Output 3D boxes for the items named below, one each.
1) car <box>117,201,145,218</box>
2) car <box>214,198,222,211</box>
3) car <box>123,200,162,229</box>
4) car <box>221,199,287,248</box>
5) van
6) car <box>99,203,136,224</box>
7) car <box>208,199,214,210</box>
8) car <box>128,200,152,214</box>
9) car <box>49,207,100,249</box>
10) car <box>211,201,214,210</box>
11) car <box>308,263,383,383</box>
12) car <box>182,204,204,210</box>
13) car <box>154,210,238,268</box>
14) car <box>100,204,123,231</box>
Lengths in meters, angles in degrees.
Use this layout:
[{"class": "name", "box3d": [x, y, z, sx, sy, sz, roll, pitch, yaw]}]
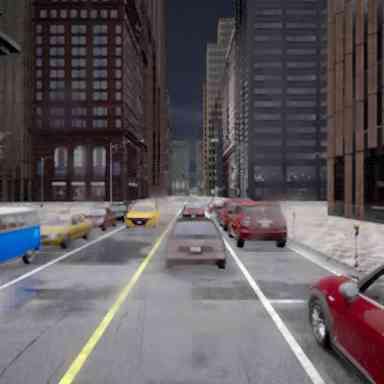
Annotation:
[{"class": "car", "box3d": [-5.750, 1.624, 31.811, 1.947, 1.339, 4.313, 0, 0, 0]}, {"class": "car", "box3d": [2.768, 1.349, 20.537, 2.192, 1.841, 5.009, 0, 0, 0]}, {"class": "car", "box3d": [-3.087, 1.515, 21.996, 1.882, 1.535, 5.008, 0, 0, 0]}, {"class": "car", "box3d": [2.766, 1.339, 14.901, 2.192, 1.841, 5.009, 0, 0, 0]}, {"class": "van", "box3d": [-5.762, 1.356, 9.266, 1.690, 1.788, 3.998, 0, 0, 0]}, {"class": "car", "box3d": [-5.753, 1.612, 26.175, 1.947, 1.339, 4.313, 0, 0, 0]}, {"class": "car", "box3d": [2.777, 1.509, 37.446, 1.967, 1.590, 4.097, 0, 0, 0]}, {"class": "car", "box3d": [-5.747, 1.621, 37.448, 2.008, 1.369, 4.403, 0, 0, 0]}, {"class": "car", "box3d": [-5.758, 1.549, 14.732, 1.752, 1.417, 4.829, 0, 0, 0]}, {"class": "car", "box3d": [2.772, 1.611, 26.173, 1.947, 1.339, 4.313, 0, 0, 0]}, {"class": "car", "box3d": [2.761, 1.445, 3.629, 1.967, 1.590, 4.097, 0, 0, 0]}, {"class": "car", "box3d": [0.111, 1.651, 28.571, 1.895, 1.301, 4.718, 0, 0, 0]}, {"class": "car", "box3d": [0.101, 1.565, 11.280, 2.033, 1.411, 5.357, 0, 0, 0]}, {"class": "car", "box3d": [-5.755, 1.617, 20.538, 1.802, 1.307, 4.206, 0, 0, 0]}]
